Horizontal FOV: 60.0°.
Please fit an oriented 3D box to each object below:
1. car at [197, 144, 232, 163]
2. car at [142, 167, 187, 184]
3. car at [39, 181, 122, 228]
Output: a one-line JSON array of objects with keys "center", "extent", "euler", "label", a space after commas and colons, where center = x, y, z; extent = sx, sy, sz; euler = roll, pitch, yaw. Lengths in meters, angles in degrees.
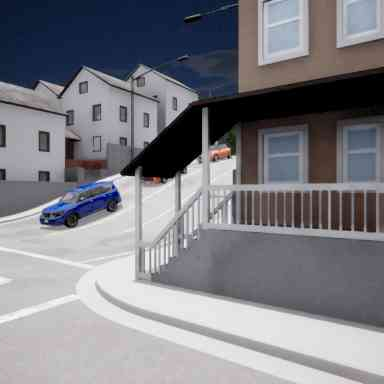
[{"center": [2.378, -4.222, 35.659], "extent": [2.097, 1.767, 4.553], "euler": [0, 11, 35], "label": "car"}, {"center": [-2.429, -2.002, 28.712], "extent": [2.097, 1.767, 4.553], "euler": [0, 18, 35], "label": "car"}, {"center": [-7.147, 0.727, 21.784], "extent": [2.150, 2.045, 5.566], "euler": [0, 14, 34], "label": "car"}]
